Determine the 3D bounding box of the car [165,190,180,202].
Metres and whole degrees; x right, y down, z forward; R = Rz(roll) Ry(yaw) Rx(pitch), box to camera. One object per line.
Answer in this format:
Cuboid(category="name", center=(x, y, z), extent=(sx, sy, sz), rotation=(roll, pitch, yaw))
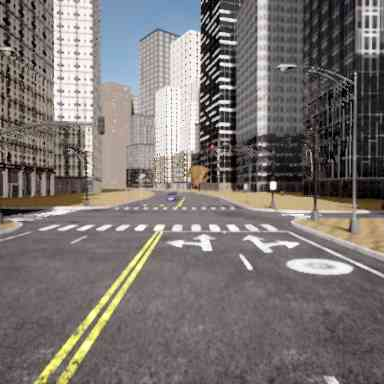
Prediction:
Cuboid(category="car", center=(-3.262, 0.824, 53.229), extent=(1.812, 1.442, 4.674), rotation=(0, 2, 0))
